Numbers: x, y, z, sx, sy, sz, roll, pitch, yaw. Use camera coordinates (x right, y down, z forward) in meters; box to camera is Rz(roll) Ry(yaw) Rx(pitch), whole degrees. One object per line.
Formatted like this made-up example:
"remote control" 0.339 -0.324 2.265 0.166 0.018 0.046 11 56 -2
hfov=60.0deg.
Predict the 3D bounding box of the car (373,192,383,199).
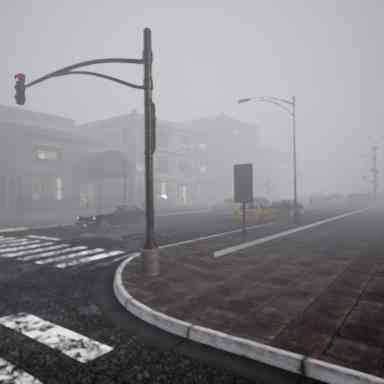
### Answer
"car" 40.078 0.714 70.940 1.947 1.339 4.313 -1 0 36

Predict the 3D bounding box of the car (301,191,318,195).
"car" 16.541 0.941 48.315 1.895 1.301 4.718 -1 0 36

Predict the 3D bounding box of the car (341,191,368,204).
"car" 22.828 0.892 46.516 1.882 1.535 5.008 -1 0 36

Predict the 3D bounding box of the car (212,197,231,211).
"car" 3.883 1.278 35.493 1.752 1.417 4.829 -1 0 36

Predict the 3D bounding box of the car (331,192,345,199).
"car" 33.307 0.731 75.876 1.967 1.590 4.097 -1 0 36

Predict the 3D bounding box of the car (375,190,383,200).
"car" 33.559 0.563 61.996 2.192 1.841 5.009 -1 0 36

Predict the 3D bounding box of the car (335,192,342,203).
"car" 21.928 0.947 50.613 1.837 1.490 4.892 -1 0 36

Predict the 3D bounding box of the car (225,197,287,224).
"car" 4.337 1.236 21.889 1.752 1.417 4.829 -1 0 36

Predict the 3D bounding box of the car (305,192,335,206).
"car" 16.733 1.088 43.386 1.994 1.385 4.181 -1 0 36

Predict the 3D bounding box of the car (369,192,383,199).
"car" 36.820 0.764 66.468 1.947 1.339 4.313 -1 0 36

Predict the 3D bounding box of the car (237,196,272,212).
"car" 6.608 1.224 34.823 1.812 1.442 4.674 -1 0 36

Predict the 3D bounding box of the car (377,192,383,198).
"car" 43.162 0.646 75.160 1.887 1.381 4.507 -1 0 36

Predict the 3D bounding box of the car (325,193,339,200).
"car" 30.049 0.923 71.405 1.802 1.307 4.206 -1 0 36

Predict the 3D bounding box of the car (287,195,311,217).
"car" 7.495 1.211 26.223 2.008 1.369 4.403 -1 0 36

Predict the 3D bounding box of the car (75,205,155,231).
"car" -4.461 1.476 19.671 1.895 1.301 4.718 -1 0 36

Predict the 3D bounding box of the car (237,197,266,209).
"car" 7.242 1.281 40.103 1.802 1.307 4.206 -1 0 36

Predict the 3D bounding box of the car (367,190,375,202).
"car" 26.955 0.854 52.170 1.837 1.490 4.892 -1 0 36
